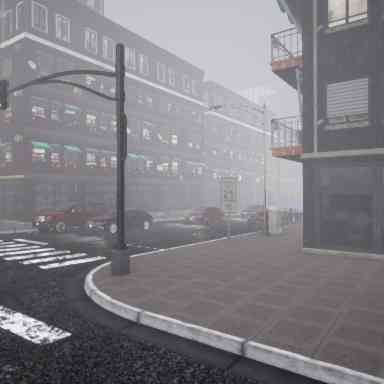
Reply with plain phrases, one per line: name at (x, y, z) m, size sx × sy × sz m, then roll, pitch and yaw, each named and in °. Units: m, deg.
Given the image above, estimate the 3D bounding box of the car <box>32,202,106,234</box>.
car at (-7.647, 1.603, 21.641) m, size 2.192 × 1.841 × 5.009 m, roll -1°, pitch -2°, yaw 35°

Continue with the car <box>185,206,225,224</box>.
car at (1.294, 2.020, 29.803) m, size 1.812 × 1.442 × 4.674 m, roll 0°, pitch -1°, yaw 35°

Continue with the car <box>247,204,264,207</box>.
car at (7.270, 2.189, 38.280) m, size 1.837 × 1.490 × 4.892 m, roll 0°, pitch -1°, yaw 36°

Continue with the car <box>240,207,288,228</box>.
car at (5.758, 2.048, 26.174) m, size 1.802 × 1.307 × 4.206 m, roll -2°, pitch -2°, yaw 35°

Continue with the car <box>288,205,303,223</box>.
car at (9.030, 2.120, 30.824) m, size 2.008 × 1.369 × 4.403 m, roll -2°, pitch -2°, yaw 35°

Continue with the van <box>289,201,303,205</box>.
van at (18.527, 2.463, 58.822) m, size 1.690 × 1.788 × 3.998 m, roll -2°, pitch -2°, yaw 35°

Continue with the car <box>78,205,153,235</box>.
car at (-4.561, 1.814, 21.500) m, size 1.837 × 1.490 × 4.892 m, roll 0°, pitch -1°, yaw 35°
